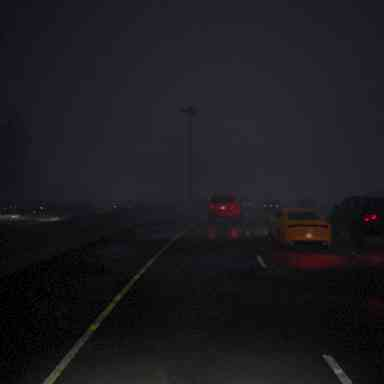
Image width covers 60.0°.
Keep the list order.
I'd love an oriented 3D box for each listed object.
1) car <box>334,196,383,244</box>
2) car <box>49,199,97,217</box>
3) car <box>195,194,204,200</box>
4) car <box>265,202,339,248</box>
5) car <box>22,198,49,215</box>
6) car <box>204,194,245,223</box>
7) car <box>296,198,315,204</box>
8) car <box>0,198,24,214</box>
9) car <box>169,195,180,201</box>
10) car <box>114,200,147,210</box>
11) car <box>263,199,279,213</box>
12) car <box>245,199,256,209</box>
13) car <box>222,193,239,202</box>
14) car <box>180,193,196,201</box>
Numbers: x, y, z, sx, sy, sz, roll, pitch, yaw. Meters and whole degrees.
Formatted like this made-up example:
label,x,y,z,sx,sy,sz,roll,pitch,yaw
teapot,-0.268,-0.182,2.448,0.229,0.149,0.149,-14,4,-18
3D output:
label,x,y,z,sx,sy,sz,roll,pitch,yaw
car,8.165,1.189,15.600,2.150,2.045,5.566,0,0,7
car,-10.681,1.389,31.007,1.882,1.535,5.008,0,0,12
car,2.959,1.375,69.774,1.994,1.385,4.181,0,0,26
car,4.568,1.444,14.648,1.882,1.535,5.008,0,0,6
car,-13.951,1.505,32.609,1.895,1.301,4.718,0,0,13
car,2.582,1.159,25.062,2.150,2.045,5.566,0,0,11
car,12.582,1.395,36.838,1.882,1.535,5.008,0,0,16
car,-17.198,1.402,33.987,1.837,1.490,4.892,0,0,13
car,-3.341,1.358,72.826,1.994,1.385,4.181,0,0,26
car,-6.317,1.507,34.629,1.895,1.301,4.718,0,0,14
car,8.682,1.463,36.070,2.033,1.411,5.357,0,0,16
car,7.006,1.499,42.512,1.895,1.301,4.718,0,0,18
car,8.442,1.178,72.653,2.097,1.767,4.553,0,0,28
car,-0.082,1.168,71.512,2.097,1.767,4.553,0,0,26
